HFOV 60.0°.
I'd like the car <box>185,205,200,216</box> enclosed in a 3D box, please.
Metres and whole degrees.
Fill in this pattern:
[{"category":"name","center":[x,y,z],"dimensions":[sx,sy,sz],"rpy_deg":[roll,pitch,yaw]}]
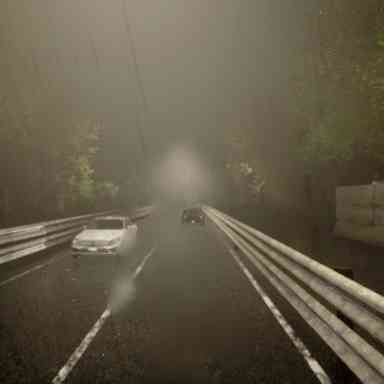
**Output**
[{"category":"car","center":[0.083,2.525,46.275],"dimensions":[1.895,1.301,4.718],"rpy_deg":[0,-2,0]}]

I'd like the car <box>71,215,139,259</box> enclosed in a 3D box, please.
[{"category":"car","center":[-3.316,1.706,13.515],"dimensions":[1.812,1.442,4.674],"rpy_deg":[0,-1,0]}]

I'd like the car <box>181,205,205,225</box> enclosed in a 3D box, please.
[{"category":"car","center":[0.090,2.059,28.072],"dimensions":[1.895,1.301,4.718],"rpy_deg":[0,-1,0]}]
